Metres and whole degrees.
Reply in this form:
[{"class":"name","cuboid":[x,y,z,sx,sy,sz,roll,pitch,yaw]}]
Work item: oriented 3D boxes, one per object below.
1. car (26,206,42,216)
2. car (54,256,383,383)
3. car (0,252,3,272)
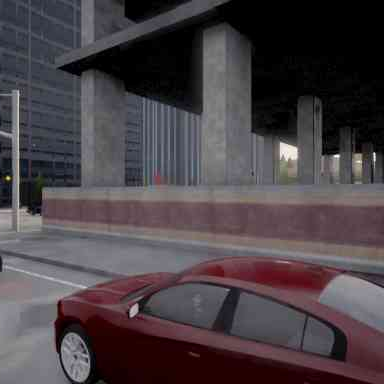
[{"class":"car","cuboid":[-14.043,1.656,33.485,1.895,1.301,4.718,0,0,36]},{"class":"car","cuboid":[0.502,1.478,3.632,5.008,1.535,1.882,0,0,35]},{"class":"car","cuboid":[-6.845,1.564,8.819,4.181,1.385,1.994,0,0,36]}]
